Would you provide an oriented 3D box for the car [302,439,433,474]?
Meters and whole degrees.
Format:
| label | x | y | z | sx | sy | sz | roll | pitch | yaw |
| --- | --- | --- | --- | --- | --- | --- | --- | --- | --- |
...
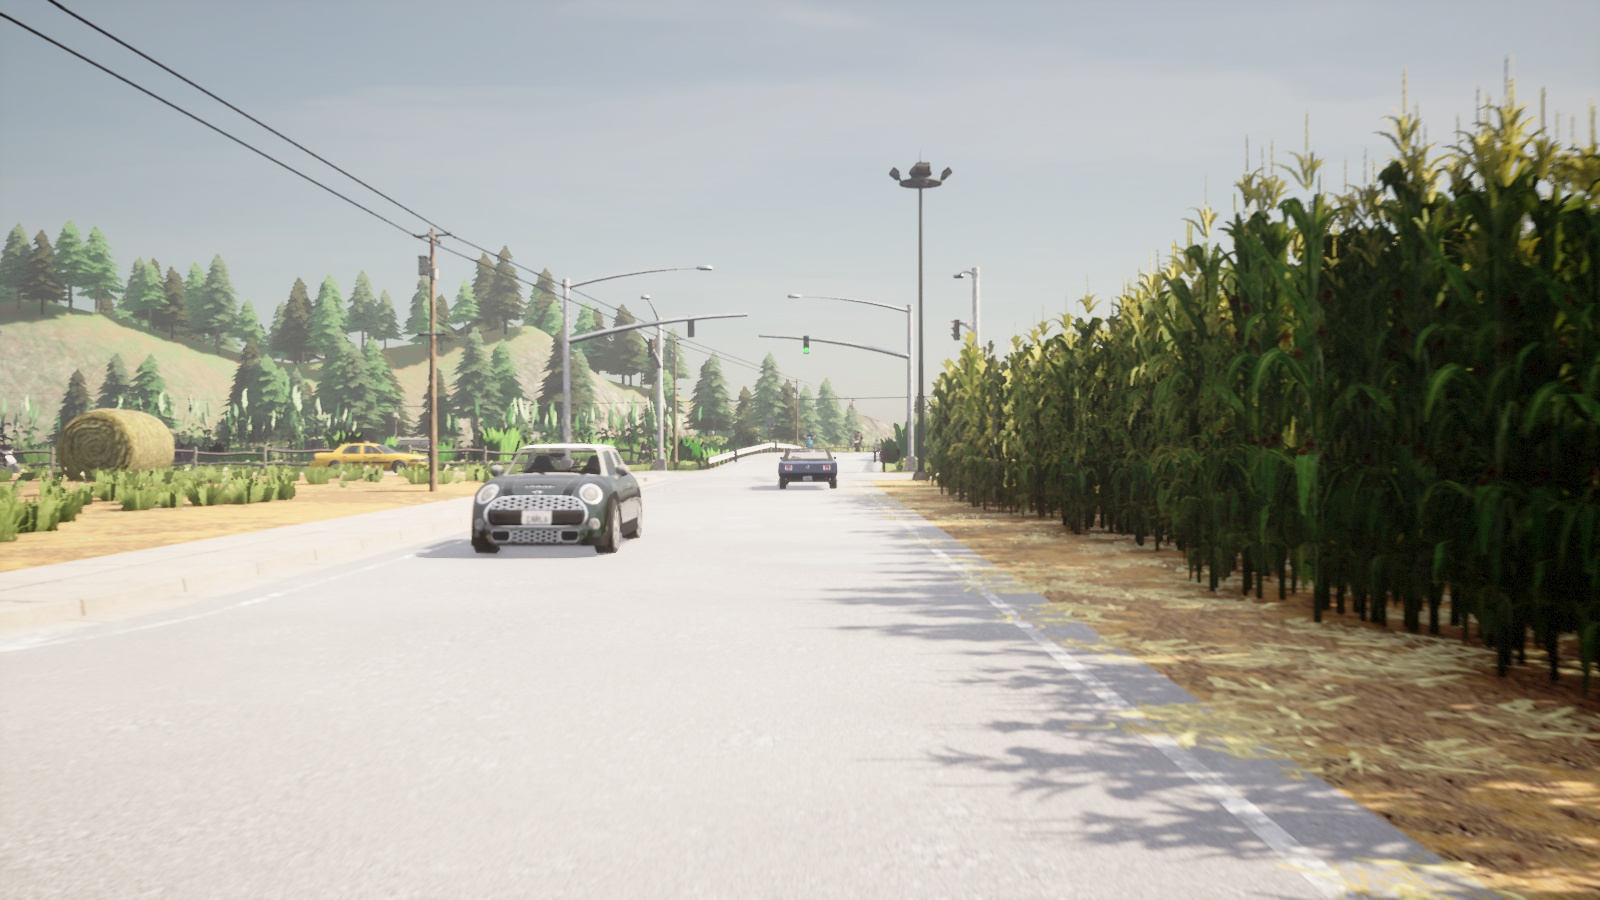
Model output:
| label | x | y | z | sx | sy | sz | roll | pitch | yaw |
| --- | --- | --- | --- | --- | --- | --- | --- | --- | --- |
| car | -19.657 | 0.298 | 57.148 | 5.366 | 1.575 | 1.801 | 0 | 0 | 3 |

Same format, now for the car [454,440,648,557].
| label | x | y | z | sx | sy | sz | roll | pitch | yaw |
| --- | --- | --- | --- | --- | --- | --- | --- | --- | --- |
| car | -3.385 | 0.601 | 17.827 | 1.970 | 1.475 | 3.806 | 0 | 0 | 0 |

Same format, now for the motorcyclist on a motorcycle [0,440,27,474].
| label | x | y | z | sx | sy | sz | roll | pitch | yaw |
| --- | --- | --- | --- | --- | --- | --- | --- | --- | --- |
| motorcyclist on a motorcycle | -36.945 | 0.322 | 58.147 | 1.817 | 1.590 | 0.866 | 0 | 0 | 3 |

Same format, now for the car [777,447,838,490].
| label | x | y | z | sx | sy | sz | roll | pitch | yaw |
| --- | --- | --- | --- | --- | --- | --- | --- | --- | --- |
| car | 0.273 | 0.578 | 41.358 | 1.895 | 1.301 | 4.718 | 0 | 0 | 1 |
